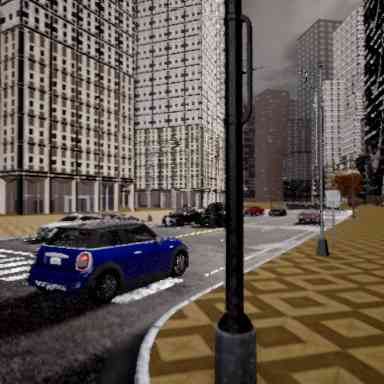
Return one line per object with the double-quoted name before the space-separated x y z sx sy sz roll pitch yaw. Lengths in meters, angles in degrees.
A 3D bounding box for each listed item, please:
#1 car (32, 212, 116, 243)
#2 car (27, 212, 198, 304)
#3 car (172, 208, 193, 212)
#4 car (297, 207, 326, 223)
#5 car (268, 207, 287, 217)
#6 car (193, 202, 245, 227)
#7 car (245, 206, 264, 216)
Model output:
"car" -6.980 2.052 20.209 1.812 1.442 4.674 -1 -2 31
"car" -1.929 1.573 9.106 2.097 1.767 4.553 -1 -2 29
"car" -0.906 2.305 31.020 2.128 1.511 4.902 -1 -1 29
"car" 12.361 2.510 34.539 1.895 1.301 4.718 -1 -2 29
"car" 12.553 2.852 48.687 1.994 1.385 4.181 -1 -2 27
"car" 2.579 2.018 30.590 2.150 2.045 5.566 -1 -1 29
"car" 9.313 2.788 49.521 1.882 1.535 5.008 -1 -2 28
